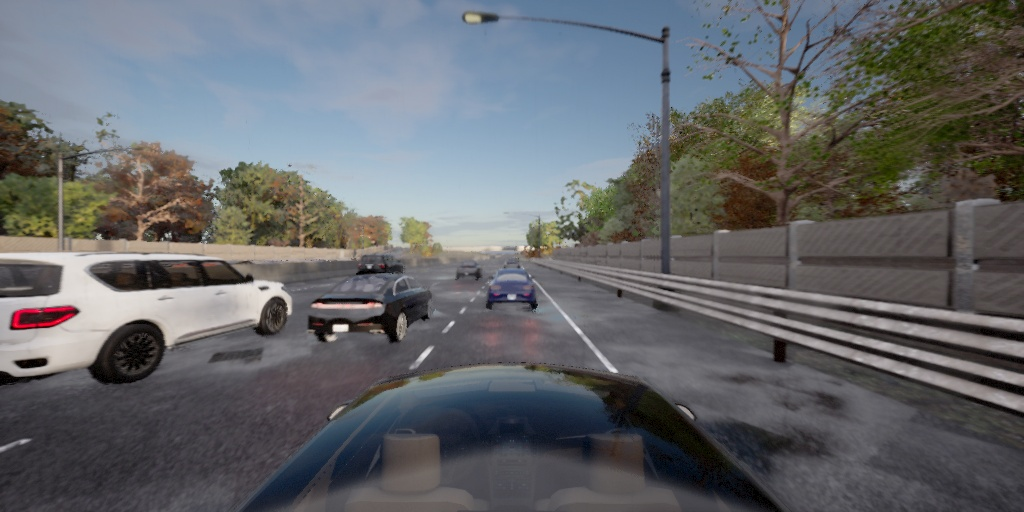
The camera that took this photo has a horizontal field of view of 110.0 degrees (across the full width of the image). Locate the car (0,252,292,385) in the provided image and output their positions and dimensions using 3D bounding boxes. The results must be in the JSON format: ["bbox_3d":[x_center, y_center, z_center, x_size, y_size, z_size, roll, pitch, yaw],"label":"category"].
[{"bbox_3d":[-6.902,0.952,7.130,2.150,2.045,5.566,0,0,0],"label":"car"}]

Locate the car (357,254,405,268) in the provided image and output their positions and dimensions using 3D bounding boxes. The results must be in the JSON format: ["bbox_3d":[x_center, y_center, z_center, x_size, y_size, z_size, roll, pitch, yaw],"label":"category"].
[{"bbox_3d":[-10.404,0.875,28.831,2.150,2.045,5.566,0,0,0],"label":"car"}]

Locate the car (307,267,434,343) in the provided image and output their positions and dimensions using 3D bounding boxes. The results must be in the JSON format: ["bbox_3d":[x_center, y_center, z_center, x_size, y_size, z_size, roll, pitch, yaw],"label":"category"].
[{"bbox_3d":[-3.399,1.212,9.540,2.128,1.511,4.902,0,0,0],"label":"car"}]

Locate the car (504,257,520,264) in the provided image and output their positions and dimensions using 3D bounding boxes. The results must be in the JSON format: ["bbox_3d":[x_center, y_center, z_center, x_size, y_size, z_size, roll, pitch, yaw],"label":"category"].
[{"bbox_3d":[-0.005,1.112,40.585,2.128,1.511,4.902,0,0,0],"label":"car"}]

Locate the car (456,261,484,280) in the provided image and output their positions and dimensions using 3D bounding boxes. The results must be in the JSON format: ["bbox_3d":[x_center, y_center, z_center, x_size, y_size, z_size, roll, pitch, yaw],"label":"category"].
[{"bbox_3d":[-3.403,1.142,29.381,2.128,1.511,4.902,0,0,0],"label":"car"}]

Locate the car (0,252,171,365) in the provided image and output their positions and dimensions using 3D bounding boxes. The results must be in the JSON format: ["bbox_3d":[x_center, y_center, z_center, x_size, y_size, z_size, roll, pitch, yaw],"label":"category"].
[{"bbox_3d":[-10.401,0.954,7.021,2.150,2.045,5.566,0,0,0],"label":"car"}]

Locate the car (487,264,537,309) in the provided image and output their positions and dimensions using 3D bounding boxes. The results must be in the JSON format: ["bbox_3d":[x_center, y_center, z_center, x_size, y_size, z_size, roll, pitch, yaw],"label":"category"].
[{"bbox_3d":[-0.002,1.227,14.619,1.812,1.442,4.674,0,0,0],"label":"car"}]

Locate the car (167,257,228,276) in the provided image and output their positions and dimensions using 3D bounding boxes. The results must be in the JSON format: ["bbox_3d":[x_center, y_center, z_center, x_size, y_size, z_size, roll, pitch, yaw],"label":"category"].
[{"bbox_3d":[-31.574,0.990,36.180,2.097,1.767,4.553,0,0,0],"label":"car"}]

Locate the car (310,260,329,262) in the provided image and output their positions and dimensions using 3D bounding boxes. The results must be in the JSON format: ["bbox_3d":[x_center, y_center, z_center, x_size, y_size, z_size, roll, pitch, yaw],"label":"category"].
[{"bbox_3d":[-21.076,1.176,39.075,2.033,1.411,5.357,0,0,0],"label":"car"}]
